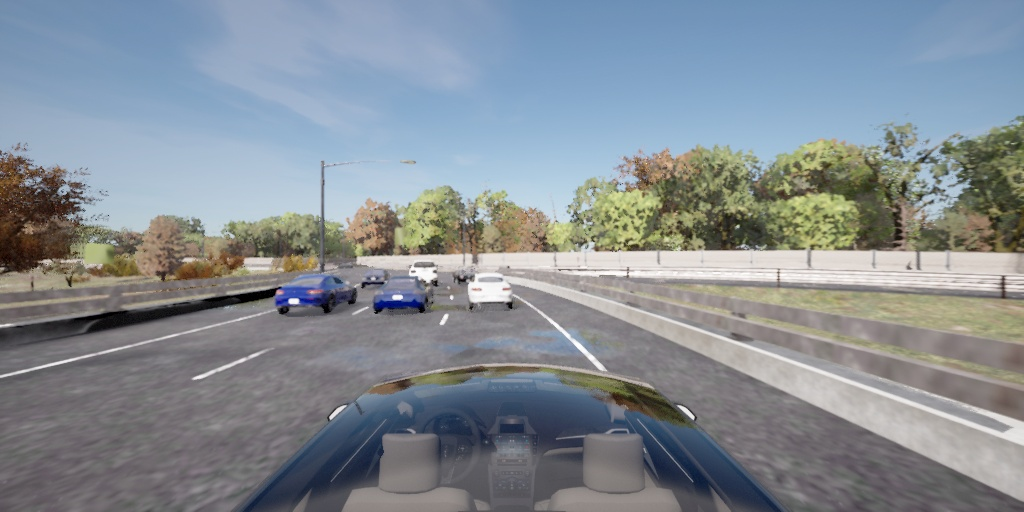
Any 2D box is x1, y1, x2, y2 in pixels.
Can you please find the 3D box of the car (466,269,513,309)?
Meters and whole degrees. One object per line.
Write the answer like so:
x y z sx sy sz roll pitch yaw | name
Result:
-1.048 1.469 16.179 1.812 1.442 4.674 0 0 -7 | car

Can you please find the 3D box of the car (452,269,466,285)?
-4.015 1.747 30.795 1.895 1.301 4.718 0 -1 -15 | car

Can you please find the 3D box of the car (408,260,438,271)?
-7.265 1.365 29.448 2.150 2.045 5.566 0 -1 -15 | car

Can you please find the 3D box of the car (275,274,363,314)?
-7.928 1.480 14.863 1.812 1.442 4.674 0 -1 -7 | car

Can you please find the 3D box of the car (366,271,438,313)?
-4.448 1.509 15.184 1.994 1.385 4.181 0 -1 -7 | car

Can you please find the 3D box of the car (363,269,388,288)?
-10.421 1.679 27.729 2.033 1.411 5.357 0 -1 -15 | car
